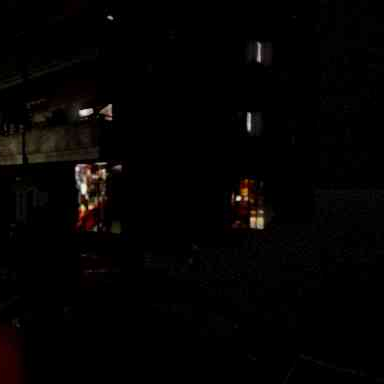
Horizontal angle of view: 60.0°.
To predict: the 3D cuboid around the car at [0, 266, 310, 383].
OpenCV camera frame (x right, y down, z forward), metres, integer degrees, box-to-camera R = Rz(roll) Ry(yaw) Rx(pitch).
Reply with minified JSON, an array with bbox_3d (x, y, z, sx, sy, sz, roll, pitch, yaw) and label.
[{"bbox_3d":[-1.092,1.533,3.644,4.507,1.381,1.887,0,1,35],"label":"car"}]
